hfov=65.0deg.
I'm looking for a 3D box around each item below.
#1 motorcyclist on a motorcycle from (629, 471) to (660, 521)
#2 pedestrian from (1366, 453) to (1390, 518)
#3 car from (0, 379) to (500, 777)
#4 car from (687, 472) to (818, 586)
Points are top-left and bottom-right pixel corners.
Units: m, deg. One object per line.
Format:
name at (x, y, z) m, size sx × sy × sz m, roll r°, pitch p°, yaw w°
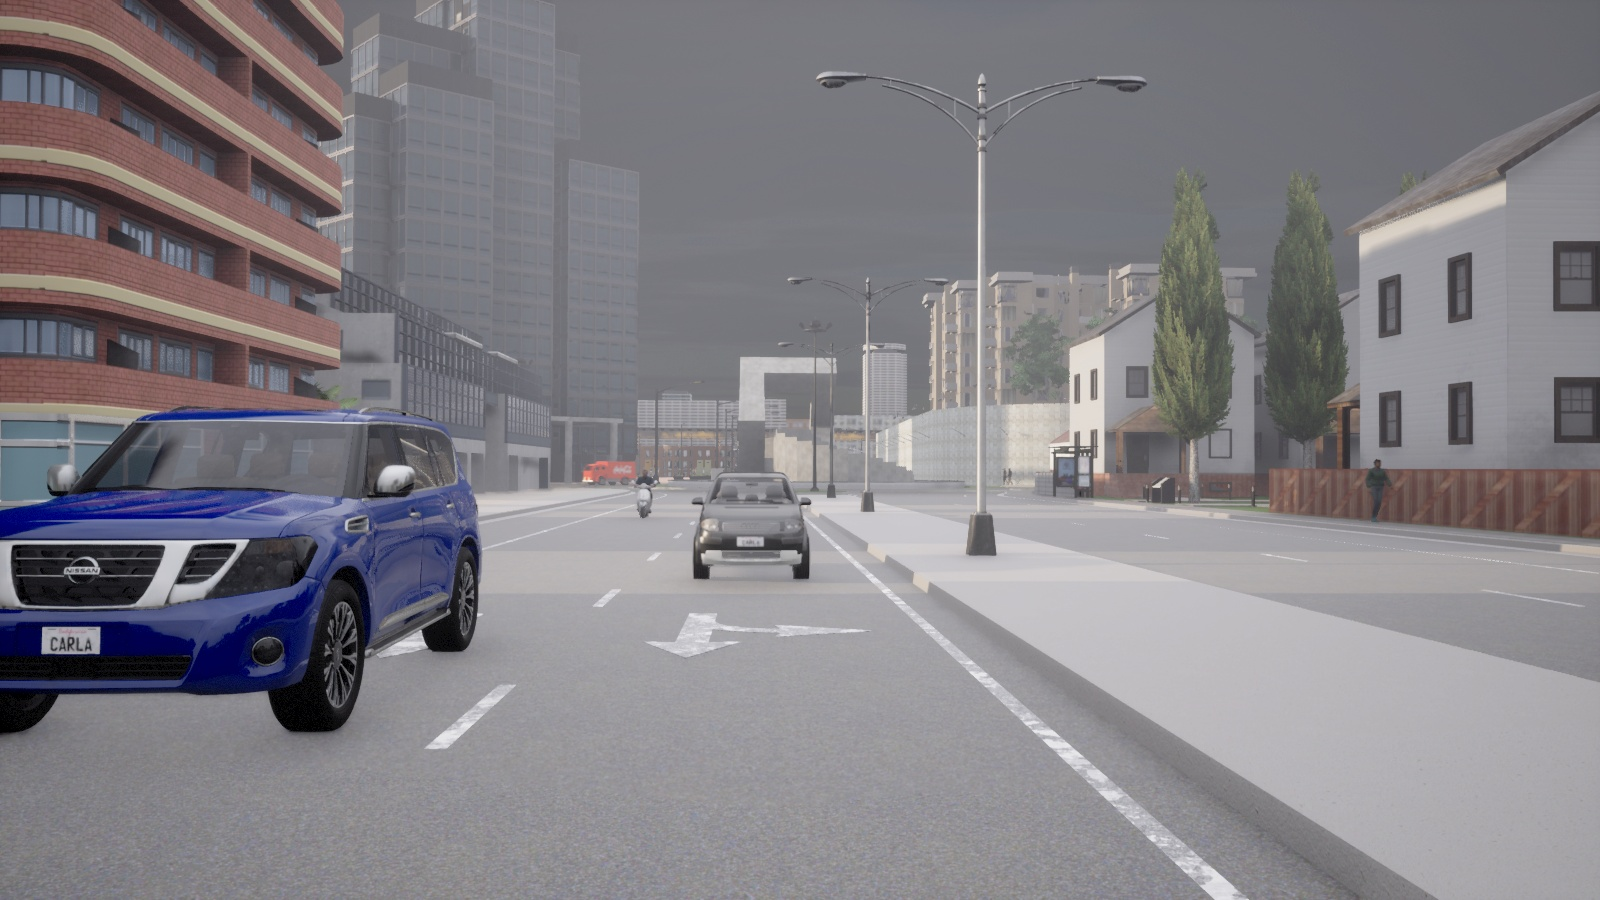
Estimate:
motorcyclist on a motorcycle at (-5.056, 1.473, 40.898) m, size 0.866 × 1.590 × 1.817 m, roll 0°, pitch -1°, yaw -2°
pedestrian at (16.366, 1.000, 35.552) m, size 0.353 × 1.847 × 0.614 m, roll 0°, pitch -1°, yaw -2°
car at (-3.854, 0.704, 9.265) m, size 2.150 × 2.045 × 5.566 m, roll 0°, pitch -1°, yaw -2°
car at (-0.725, 1.116, 19.101) m, size 1.789 × 1.549 × 3.705 m, roll 0°, pitch -1°, yaw -2°
